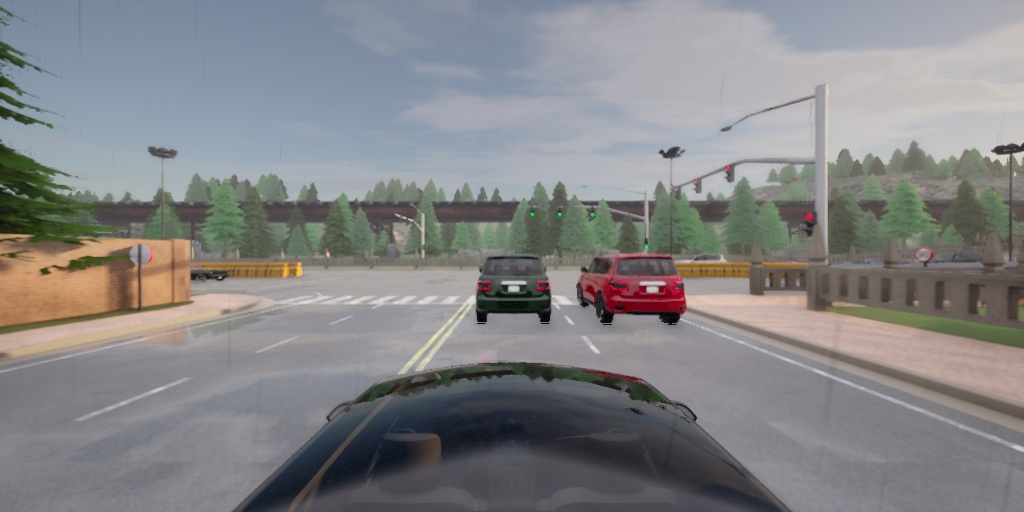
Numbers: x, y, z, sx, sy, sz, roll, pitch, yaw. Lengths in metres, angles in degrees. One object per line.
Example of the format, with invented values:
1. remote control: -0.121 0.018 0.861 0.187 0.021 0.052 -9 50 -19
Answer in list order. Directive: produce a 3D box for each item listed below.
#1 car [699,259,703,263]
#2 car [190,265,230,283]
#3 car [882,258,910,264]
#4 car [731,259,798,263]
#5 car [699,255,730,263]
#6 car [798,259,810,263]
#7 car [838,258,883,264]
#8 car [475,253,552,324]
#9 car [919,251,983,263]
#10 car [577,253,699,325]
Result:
1. car: 16.467 1.247 36.824 4.718 1.301 1.895 0 0 -1
2. car: -23.621 1.278 26.343 4.718 1.301 1.895 0 0 0
3. car: 41.718 0.966 40.284 4.902 1.511 2.128 -2 0 0
4. car: 25.794 1.137 36.816 4.902 1.511 2.128 0 0 0
5. car: 21.100 0.857 40.332 5.566 2.045 2.150 0 0 0
6. car: 31.339 1.183 40.311 5.357 1.411 2.033 0 0 0
7. car: 34.707 1.197 36.794 4.181 1.385 1.994 0 0 0
8. car: 0.036 0.940 12.036 2.150 2.045 5.566 0 0 0
9. car: 45.102 0.564 36.788 5.566 2.045 2.150 -3 0 -2
10. car: 3.622 0.941 11.844 2.150 2.045 5.566 0 0 1
